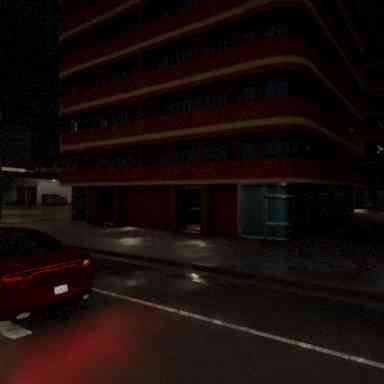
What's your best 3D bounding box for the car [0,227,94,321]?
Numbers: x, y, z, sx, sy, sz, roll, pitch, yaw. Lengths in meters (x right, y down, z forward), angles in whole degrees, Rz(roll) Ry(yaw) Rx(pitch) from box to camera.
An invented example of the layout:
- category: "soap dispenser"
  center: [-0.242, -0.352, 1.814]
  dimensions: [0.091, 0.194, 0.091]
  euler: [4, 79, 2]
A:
- category: "car"
  center: [-4.207, 1.475, 6.996]
  dimensions: [5.008, 1.535, 1.882]
  euler: [0, 0, 35]
